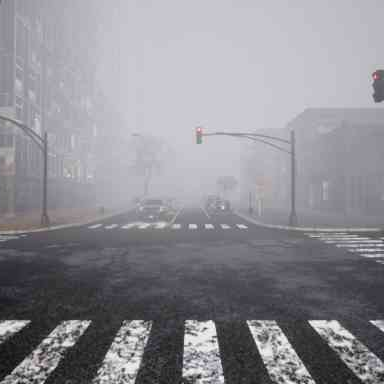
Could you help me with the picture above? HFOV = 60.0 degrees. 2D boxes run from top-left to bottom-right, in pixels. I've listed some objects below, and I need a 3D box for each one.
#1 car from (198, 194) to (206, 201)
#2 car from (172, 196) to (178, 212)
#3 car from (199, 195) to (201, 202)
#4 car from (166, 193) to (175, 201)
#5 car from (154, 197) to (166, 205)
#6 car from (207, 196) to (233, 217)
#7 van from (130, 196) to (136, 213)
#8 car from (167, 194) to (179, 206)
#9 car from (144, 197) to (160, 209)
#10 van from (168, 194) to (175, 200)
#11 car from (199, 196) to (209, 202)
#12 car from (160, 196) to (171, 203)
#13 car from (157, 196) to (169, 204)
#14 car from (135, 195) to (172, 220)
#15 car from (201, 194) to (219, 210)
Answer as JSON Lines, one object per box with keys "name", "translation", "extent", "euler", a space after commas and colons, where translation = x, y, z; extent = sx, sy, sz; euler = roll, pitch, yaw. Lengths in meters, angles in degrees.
{"name": "car", "translation": [2.704, 1.446, 87.762], "extent": [1.967, 1.590, 4.097], "euler": [1, 0, 0]}
{"name": "car", "translation": [-3.097, 1.552, 39.834], "extent": [2.033, 1.411, 5.357], "euler": [0, 0, 0]}
{"name": "car", "translation": [2.707, 1.321, 65.067], "extent": [2.192, 1.841, 5.009], "euler": [1, 0, 0]}
{"name": "car", "translation": [-5.673, 1.321, 87.724], "extent": [2.192, 1.841, 5.009], "euler": [1, 0, 0]}
{"name": "car", "translation": [-5.678, 1.587, 59.354], "extent": [1.802, 1.307, 4.206], "euler": [1, 0, 0]}
{"name": "car", "translation": [2.705, 1.444, 31.023], "extent": [1.967, 1.590, 4.097], "euler": [1, 0, 0]}
{"name": "van", "translation": [-5.673, 1.346, 36.658], "extent": [1.690, 1.788, 3.998], "euler": [1, 0, 0]}
{"name": "car", "translation": [-3.070, 1.531, 55.476], "extent": [1.812, 1.442, 4.674], "euler": [0, 0, 0]}
{"name": "car", "translation": [-5.677, 1.530, 47.836], "extent": [1.752, 1.417, 4.829], "euler": [1, 0, 0]}
{"name": "van", "translation": [-5.674, 1.347, 93.398], "extent": [1.690, 1.788, 3.998], "euler": [1, 0, 0]}
{"name": "car", "translation": [2.702, 1.572, 76.415], "extent": [1.947, 1.339, 4.313], "euler": [1, 0, 0]}
{"name": "car", "translation": [-5.678, 1.572, 70.702], "extent": [1.947, 1.339, 4.313], "euler": [1, 0, 0]}
{"name": "car", "translation": [-5.678, 1.572, 65.028], "extent": [1.947, 1.339, 4.313], "euler": [1, 0, 0]}
{"name": "car", "translation": [-3.133, 1.356, 28.167], "extent": [2.097, 1.767, 4.553], "euler": [0, 0, 1]}
{"name": "car", "translation": [2.707, 1.320, 42.371], "extent": [2.192, 1.841, 5.009], "euler": [1, 0, 0]}
